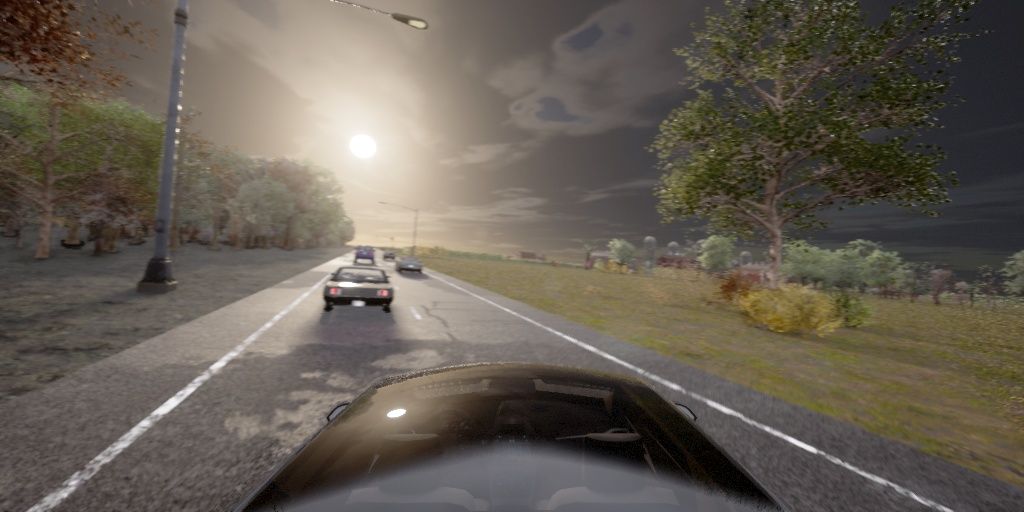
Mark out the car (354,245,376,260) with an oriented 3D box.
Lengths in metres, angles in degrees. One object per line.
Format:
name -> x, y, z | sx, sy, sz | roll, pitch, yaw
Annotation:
car -> -16.972, -0.257, 41.412 | 2.150, 2.045, 5.566 | 5, 0, -22

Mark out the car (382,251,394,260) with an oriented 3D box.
car -> -19.403, -0.112, 56.614 | 1.837, 1.490, 4.892 | 5, 0, -22

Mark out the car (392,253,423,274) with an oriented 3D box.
car -> -8.784, 0.716, 30.451 | 1.994, 1.385, 4.181 | 5, 0, -22

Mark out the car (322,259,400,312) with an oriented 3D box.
car -> -5.064, 0.979, 12.017 | 1.895, 1.301, 4.718 | 5, 0, -22
